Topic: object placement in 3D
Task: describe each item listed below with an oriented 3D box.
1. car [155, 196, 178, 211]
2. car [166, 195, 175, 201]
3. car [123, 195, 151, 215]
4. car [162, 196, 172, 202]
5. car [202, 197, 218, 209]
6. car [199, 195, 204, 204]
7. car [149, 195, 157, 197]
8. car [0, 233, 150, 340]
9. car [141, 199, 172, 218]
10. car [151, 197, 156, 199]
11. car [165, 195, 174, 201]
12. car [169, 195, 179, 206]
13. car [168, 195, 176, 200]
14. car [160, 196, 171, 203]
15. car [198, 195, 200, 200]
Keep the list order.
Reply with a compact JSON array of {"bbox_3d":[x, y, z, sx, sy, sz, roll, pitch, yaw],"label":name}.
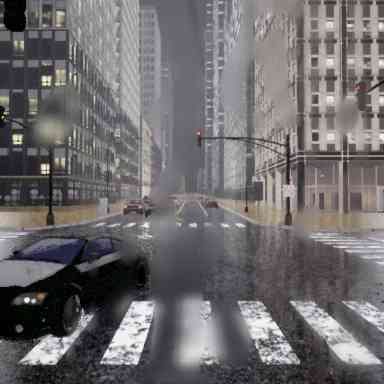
[{"bbox_3d":[-3.131,1.562,39.879,2.033,1.411,5.357,0,0,0],"label":"car"},{"bbox_3d":[-5.758,1.587,89.568,2.008,1.369,4.403,1,0,0],"label":"car"},{"bbox_3d":[-5.705,1.453,33.817,1.967,1.590,4.097,1,0,0],"label":"car"},{"bbox_3d":[-5.748,1.581,78.418,2.008,1.369,4.403,1,0,0],"label":"car"},{"bbox_3d":[2.662,1.599,45.037,1.802,1.307,4.206,1,0,0],"label":"car"},{"bbox_3d":[2.653,1.547,56.362,1.752,1.417,4.829,1,0,0],"label":"car"},{"bbox_3d":[-5.713,1.332,44.967,2.192,1.841,5.009,1,0,0],"label":"car"},{"bbox_3d":[-2.473,1.566,6.674,1.994,1.385,4.181,0,0,18],"label":"car"},{"bbox_3d":[-3.126,1.612,30.313,1.895,1.301,4.718,0,0,0],"label":"car"},{"bbox_3d":[-5.713,1.597,39.392,1.802,1.307,4.206,1,0,0],"label":"car"},{"bbox_3d":[-5.753,1.578,83.993,1.887,1.381,4.507,1,0,0],"label":"car"},{"bbox_3d":[-3.135,1.371,50.008,2.097,1.767,4.553,0,0,0],"label":"car"},{"bbox_3d":[-5.764,1.604,95.144,1.947,1.339,4.313,1,0,0],"label":"car"},{"bbox_3d":[-5.743,1.573,72.843,1.887,1.381,4.507,1,0,0],"label":"car"},{"bbox_3d":[2.647,1.590,61.770,1.947,1.339,4.313,1,0,0],"label":"car"}]
